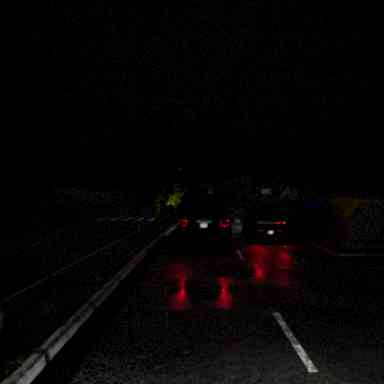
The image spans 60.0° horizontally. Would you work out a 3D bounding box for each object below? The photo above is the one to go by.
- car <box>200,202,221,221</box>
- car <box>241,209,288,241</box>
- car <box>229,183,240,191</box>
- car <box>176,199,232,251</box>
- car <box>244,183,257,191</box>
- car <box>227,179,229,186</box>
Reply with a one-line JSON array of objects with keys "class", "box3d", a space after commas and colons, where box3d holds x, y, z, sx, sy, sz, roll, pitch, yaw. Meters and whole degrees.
[{"class": "car", "box3d": [1.809, 1.764, 31.545, 1.837, 1.490, 4.892, 0, 0, 5]}, {"class": "car", "box3d": [3.715, 1.636, 17.504, 2.128, 1.511, 4.902, 0, -1, 3]}, {"class": "car", "box3d": [10.069, -0.713, 76.821, 1.837, 1.490, 4.892, 0, 4, 1]}, {"class": "car", "box3d": [0.559, 1.331, 14.861, 2.150, 2.045, 5.566, 0, 0, 3]}, {"class": "car", "box3d": [13.079, -0.689, 76.849, 1.812, 1.442, 4.674, 0, 4, 0]}, {"class": "car", "box3d": [10.558, -1.896, 91.895, 1.882, 1.535, 5.008, 0, 5, 6]}]
